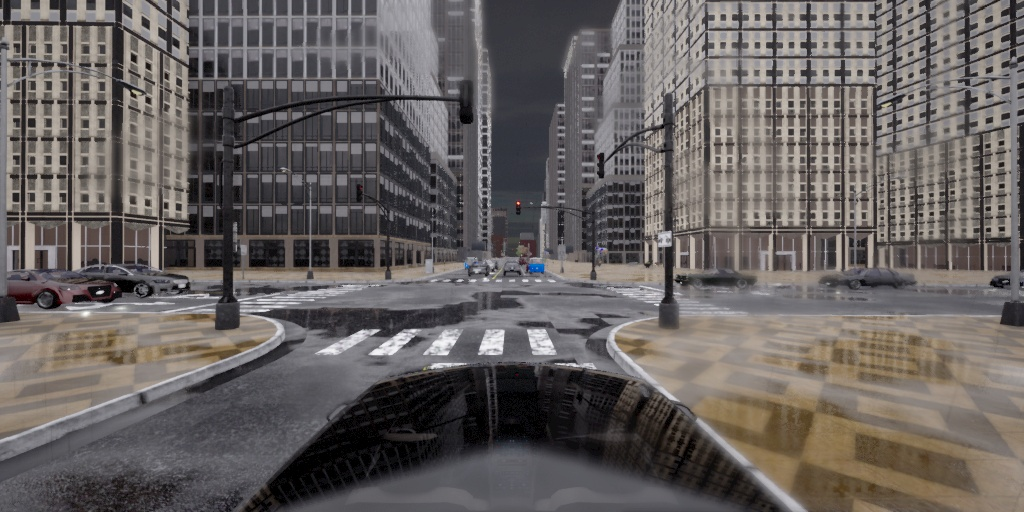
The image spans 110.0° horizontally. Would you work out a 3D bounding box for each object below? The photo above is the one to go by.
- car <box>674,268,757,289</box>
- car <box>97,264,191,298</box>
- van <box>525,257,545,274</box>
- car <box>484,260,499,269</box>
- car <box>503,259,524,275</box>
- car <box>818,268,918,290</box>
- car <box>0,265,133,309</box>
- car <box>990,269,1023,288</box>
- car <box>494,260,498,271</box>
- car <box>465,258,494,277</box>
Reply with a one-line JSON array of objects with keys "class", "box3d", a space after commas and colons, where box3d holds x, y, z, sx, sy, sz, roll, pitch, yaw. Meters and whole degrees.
[{"class": "car", "box3d": [13.492, 1.483, 23.989, 4.718, 1.301, 1.895, 0, 0, -1]}, {"class": "car", "box3d": [-17.810, 1.108, 16.638, 4.902, 1.511, 2.128, 0, 0, -1]}, {"class": "van", "box3d": [2.686, 1.090, 39.821, 1.690, 1.789, 3.998, 0, 0, 0]}, {"class": "car", "box3d": [-3.146, 1.297, 56.461, 2.033, 1.411, 5.357, 0, 0, 0]}, {"class": "car", "box3d": [0.012, 1.297, 39.632, 2.033, 1.411, 5.357, 0, 0, 0]}, {"class": "car", "box3d": [23.967, 1.498, 24.207, 5.357, 1.411, 2.033, 0, 0, -1]}, {"class": "car", "box3d": [-17.424, 1.169, 13.395, 4.181, 1.385, 1.994, 0, 0, -1]}, {"class": "car", "box3d": [35.604, 1.588, 24.476, 4.181, 1.385, 1.994, 0, 0, -2]}, {"class": "car", "box3d": [-3.192, 1.275, 45.829, 1.812, 1.442, 4.674, 0, 0, 0]}, {"class": "car", "box3d": [-3.232, 1.241, 35.655, 2.128, 1.511, 4.902, 0, 0, 0]}]
